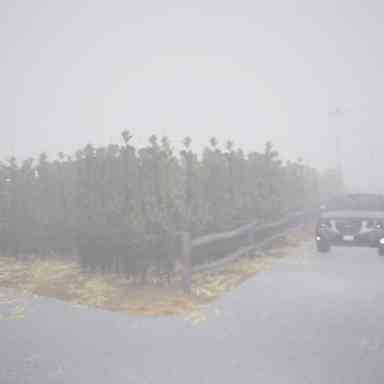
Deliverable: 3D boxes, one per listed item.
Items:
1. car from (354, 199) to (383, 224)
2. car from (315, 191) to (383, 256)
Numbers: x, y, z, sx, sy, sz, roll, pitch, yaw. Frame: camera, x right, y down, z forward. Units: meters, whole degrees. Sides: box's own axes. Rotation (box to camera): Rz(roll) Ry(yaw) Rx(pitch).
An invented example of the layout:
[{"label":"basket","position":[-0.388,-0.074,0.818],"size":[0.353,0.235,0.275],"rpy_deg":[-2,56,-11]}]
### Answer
[{"label":"car","position":[11.755,1.185,21.403],"size":[1.895,1.301,4.718],"rpy_deg":[-2,0,32]},{"label":"car","position":[6.203,1.005,12.487],"size":[2.150,2.045,5.566],"rpy_deg":[-2,0,32]}]
